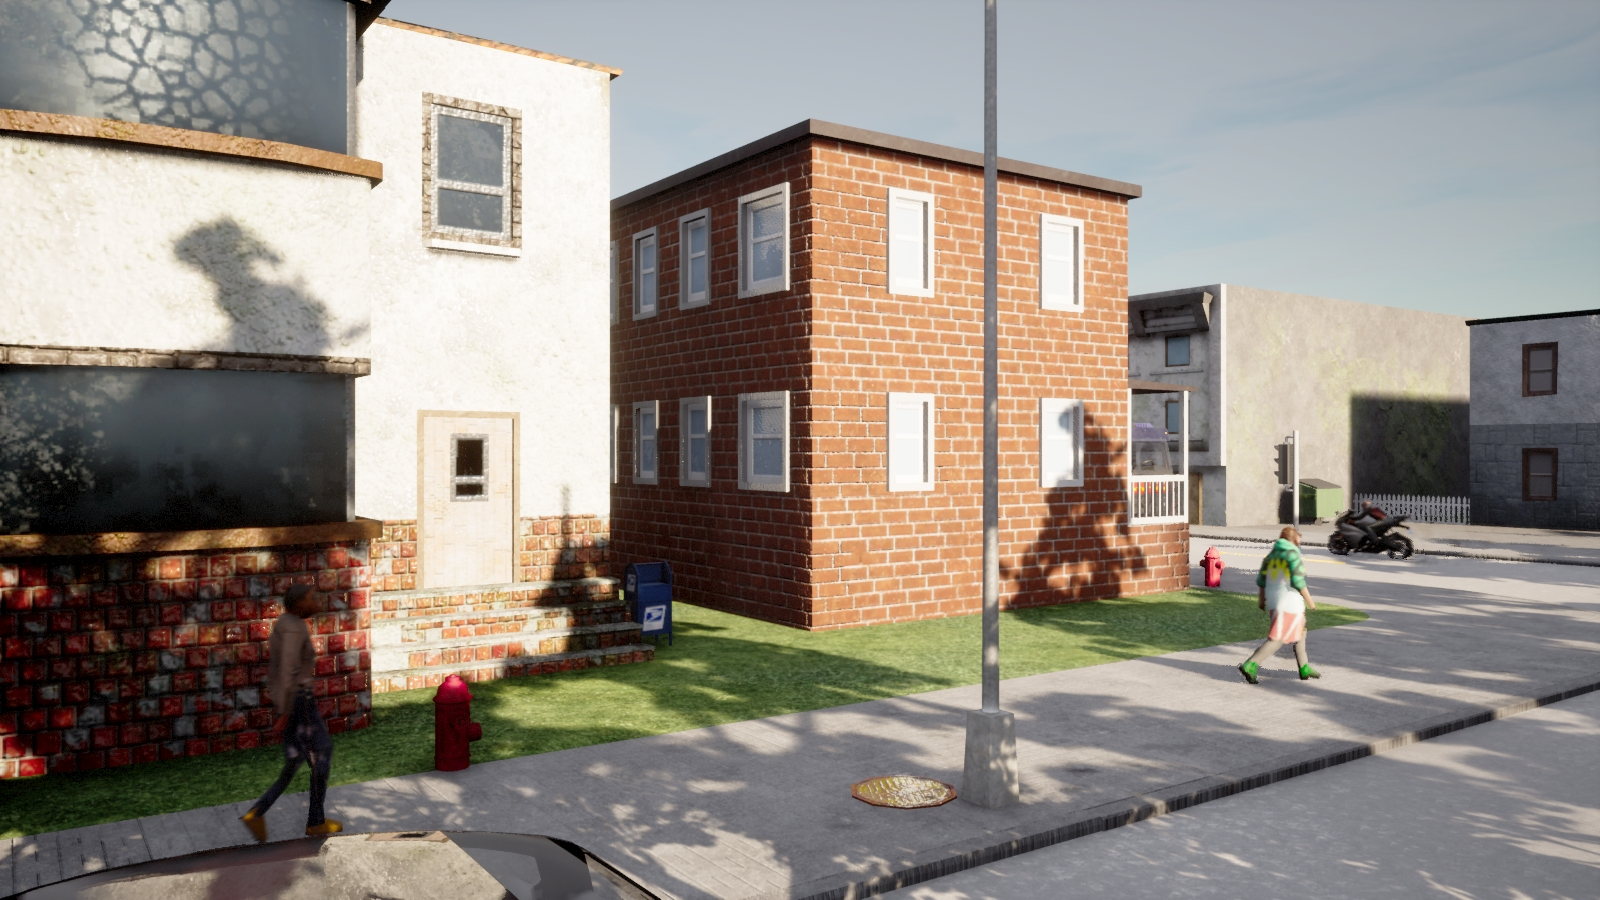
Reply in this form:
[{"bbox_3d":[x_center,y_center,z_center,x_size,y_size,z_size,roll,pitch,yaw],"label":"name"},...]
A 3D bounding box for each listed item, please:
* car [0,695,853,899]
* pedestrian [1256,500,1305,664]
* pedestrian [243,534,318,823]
[{"bbox_3d":[-1.878,1.806,3.034,3.705,1.549,1.789,0,0,-35],"label":"car"},{"bbox_3d":[5.568,1.516,13.254,0.375,1.860,0.375,0,0,-12],"label":"pedestrian"},{"bbox_3d":[-3.538,1.524,7.781,0.375,1.860,0.375,0,0,-41],"label":"pedestrian"}]
